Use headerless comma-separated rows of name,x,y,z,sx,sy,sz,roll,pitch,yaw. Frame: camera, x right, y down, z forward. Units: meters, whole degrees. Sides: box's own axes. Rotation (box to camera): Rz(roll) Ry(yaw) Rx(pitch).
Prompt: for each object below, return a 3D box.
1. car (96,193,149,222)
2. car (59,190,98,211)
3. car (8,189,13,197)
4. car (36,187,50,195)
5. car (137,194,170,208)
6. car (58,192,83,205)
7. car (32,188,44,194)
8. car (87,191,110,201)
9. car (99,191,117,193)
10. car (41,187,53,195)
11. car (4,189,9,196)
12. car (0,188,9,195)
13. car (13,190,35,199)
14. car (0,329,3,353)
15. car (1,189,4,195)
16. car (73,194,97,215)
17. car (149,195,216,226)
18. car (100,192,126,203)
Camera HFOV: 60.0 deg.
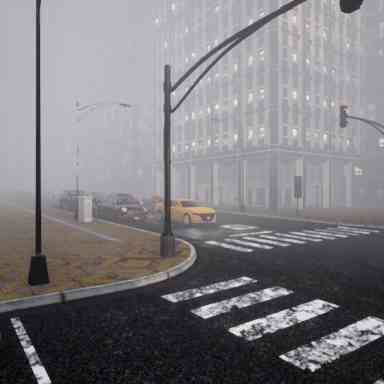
car,-4.556,1.069,22.264,1.967,1.590,4.097,1,0,-36
car,-11.038,0.729,31.331,2.192,1.841,5.009,1,0,-36
car,-30.498,0.321,58.536,2.008,1.369,4.403,1,0,-36
car,-36.695,-0.356,81.614,2.192,1.841,5.009,1,0,-36
car,-4.264,0.982,36.257,1.802,1.307,4.206,1,0,-36
car,-15.260,0.726,41.701,1.812,1.442,4.674,0,1,-35
car,-39.944,-0.213,86.151,1.947,1.339,4.313,1,0,-36
car,-13.995,0.644,49.865,1.947,1.339,4.313,1,0,-36
car,-5.934,0.861,28.618,2.097,1.767,4.553,0,1,-36
car,-33.457,-0.020,77.079,1.887,1.381,4.507,1,0,-36
car,-33.741,0.208,63.070,1.887,1.381,4.507,1,0,-36
car,-43.468,-0.112,76.672,1.887,1.381,4.507,1,0,-36
car,-27.256,0.422,54.002,1.887,1.381,4.507,1,0,-36
car,-4.387,1.440,3.432,4.097,1.590,1.967,0,0,-35
car,-36.984,0.107,67.604,2.008,1.369,4.403,1,0,-36
car,-7.802,1.103,26.798,1.802,1.307,4.206,1,0,-36
car,-0.525,1.166,21.053,1.882,1.535,5.008,0,1,-36
car,-10.849,0.707,45.468,1.752,1.417,4.829,1,0,-36
